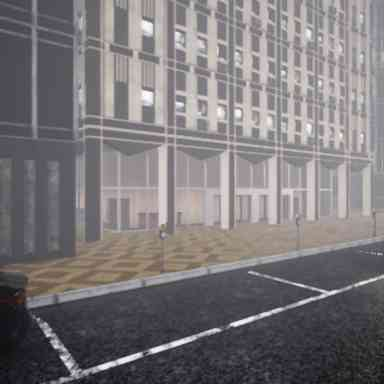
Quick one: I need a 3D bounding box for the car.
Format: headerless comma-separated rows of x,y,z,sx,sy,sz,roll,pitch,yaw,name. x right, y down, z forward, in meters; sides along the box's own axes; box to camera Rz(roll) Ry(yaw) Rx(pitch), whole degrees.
-4.161,1.596,3.751,4.313,1.339,1.947,0,0,-36,car
